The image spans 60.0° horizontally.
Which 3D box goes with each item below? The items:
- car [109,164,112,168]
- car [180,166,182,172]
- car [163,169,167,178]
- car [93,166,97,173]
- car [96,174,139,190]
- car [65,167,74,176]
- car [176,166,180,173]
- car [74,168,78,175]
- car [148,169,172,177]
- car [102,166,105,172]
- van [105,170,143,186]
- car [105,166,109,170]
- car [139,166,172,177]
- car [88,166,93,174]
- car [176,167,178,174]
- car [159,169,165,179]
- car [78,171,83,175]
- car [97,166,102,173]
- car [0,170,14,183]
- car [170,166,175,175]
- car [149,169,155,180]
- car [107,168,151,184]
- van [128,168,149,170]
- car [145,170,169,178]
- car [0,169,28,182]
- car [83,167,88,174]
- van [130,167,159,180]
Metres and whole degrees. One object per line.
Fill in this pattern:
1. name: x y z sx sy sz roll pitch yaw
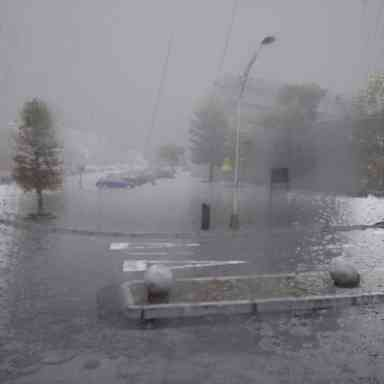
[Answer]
1. car: -24.608 -6.329 89.349 4.553 1.767 2.185 0 6 -17
2. car: -6.370 -5.961 94.182 5.366 1.575 1.946 1 5 -17
3. car: -8.075 -3.407 67.307 4.792 1.488 2.163 1 6 -16
4. car: -25.265 -5.103 77.686 4.892 1.521 2.231 0 6 -17
5. car: -9.942 -1.159 43.452 5.008 1.535 2.097 1 6 -16
6. car: -25.834 -3.706 63.151 5.366 1.575 1.946 0 6 -17
7. car: -6.846 -5.679 88.164 5.566 2.045 2.435 1 5 -17
8. car: -25.877 -3.983 66.015 5.008 1.535 2.097 0 6 -17
9. car: -7.548 -4.593 79.190 5.366 1.575 1.946 1 6 -17
10. car: -24.929 -5.788 83.516 4.553 1.767 2.185 0 6 -17
11. van: -9.578 -1.665 46.439 4.442 1.987 1.878 1 6 -16
12. car: -24.808 -5.898 86.450 4.674 1.452 2.002 0 5 -17
13. car: -7.857 -3.974 70.274 5.566 2.045 2.435 1 6 -16
14. car: -25.421 -4.823 74.771 4.892 1.521 2.231 0 6 -17
15. car: -7.226 -5.160 85.147 5.366 1.575 1.946 1 6 -17
16. car: -8.302 -3.149 64.306 4.892 1.521 2.231 1 6 -16
17. car: -25.696 -4.234 68.944 4.792 1.488 2.163 0 6 -17
18. car: -25.113 -5.385 80.605 5.008 1.535 2.097 0 6 -17
19. car: -26.799 -1.980 45.529 4.792 1.488 2.163 0 6 -18
20. car: -7.495 -4.549 76.254 5.566 2.045 2.435 1 6 -17
21. car: -9.016 -2.421 55.340 4.553 1.767 2.185 1 6 -16
22. car: -9.478 -1.976 49.366 5.566 2.045 2.435 1 6 -16
23. van: -9.328 -2.237 52.321 4.442 1.987 1.878 1 6 -16
24. car: -7.709 -4.011 73.284 4.892 1.521 2.231 1 6 -17
25. car: -26.661 -2.416 48.442 4.553 1.767 2.185 0 6 -17
26. car: -25.584 -4.545 71.854 5.008 1.535 2.097 0 6 -17
27. van: -8.636 -2.802 58.354 4.442 1.987 1.878 1 6 -16
